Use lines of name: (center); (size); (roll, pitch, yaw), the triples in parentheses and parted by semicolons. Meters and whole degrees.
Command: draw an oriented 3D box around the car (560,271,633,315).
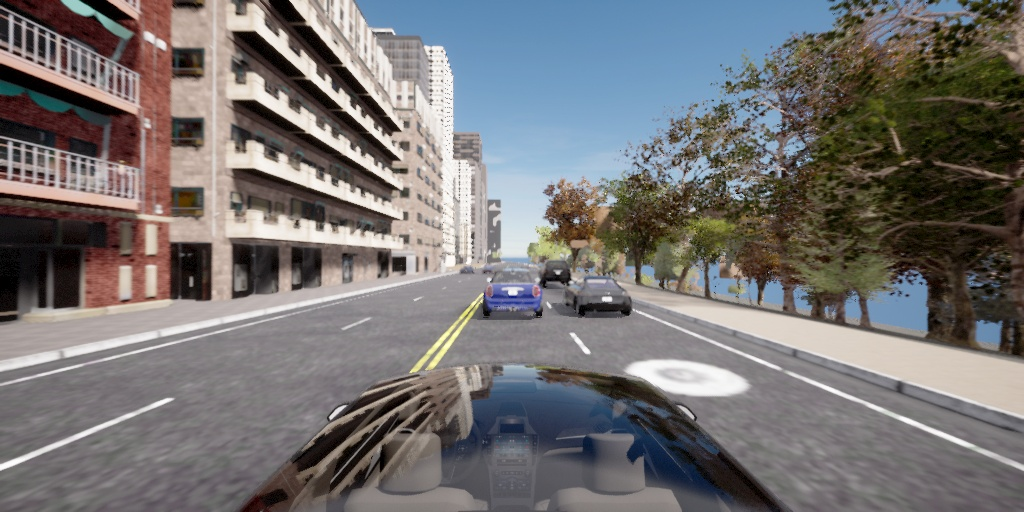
car: (3.300, 1.479, 14.385); (1.994, 1.385, 4.181); (0, -1, 0)

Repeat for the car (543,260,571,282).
car: (3.286, 1.317, 27.998); (2.150, 2.045, 5.566); (0, -1, 1)

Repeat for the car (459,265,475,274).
car: (-6.578, 1.996, 53.163); (1.994, 1.385, 4.181); (0, -1, 0)

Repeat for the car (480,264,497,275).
car: (-3.337, 1.962, 51.920); (2.033, 1.411, 5.357); (0, -1, 0)

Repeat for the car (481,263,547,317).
car: (0.047, 1.262, 14.043); (2.097, 1.767, 4.553); (0, -1, 1)
